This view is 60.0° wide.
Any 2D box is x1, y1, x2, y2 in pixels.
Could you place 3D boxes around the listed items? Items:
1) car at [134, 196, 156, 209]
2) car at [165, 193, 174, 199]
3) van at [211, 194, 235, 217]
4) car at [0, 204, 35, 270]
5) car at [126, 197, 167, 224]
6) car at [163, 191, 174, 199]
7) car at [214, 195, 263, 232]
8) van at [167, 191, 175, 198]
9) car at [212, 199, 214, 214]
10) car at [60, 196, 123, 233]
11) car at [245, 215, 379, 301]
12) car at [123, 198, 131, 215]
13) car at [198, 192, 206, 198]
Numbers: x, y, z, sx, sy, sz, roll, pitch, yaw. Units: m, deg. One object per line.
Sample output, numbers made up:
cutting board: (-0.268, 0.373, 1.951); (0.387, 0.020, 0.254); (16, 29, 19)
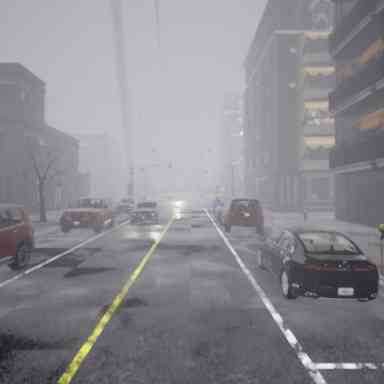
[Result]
car: (-5.680, 1.271, 40.464); (2.008, 1.369, 4.403); (1, 0, 0)
car: (-5.682, 0.961, 84.100); (1.887, 1.381, 4.507); (1, 0, 0)
van: (2.706, 1.136, 29.641); (1.690, 1.788, 3.998); (1, 0, 0)
car: (-5.672, 1.259, 8.020); (2.192, 1.841, 5.009); (1, 0, 0)
car: (-3.100, 1.342, 23.510); (1.837, 1.490, 4.892); (0, 0, 0)
car: (-5.757, 1.000, 78.419); (1.887, 1.381, 4.507); (1, 0, 0)
car: (2.707, 1.185, 18.827); (2.192, 1.841, 5.009); (1, 0, 0)
van: (-5.677, 0.717, 89.786); (1.690, 1.788, 3.998); (1, 0, 0)
car: (2.704, 1.273, 24.235); (1.967, 1.590, 4.097); (1, 0, 0)
car: (-5.673, 1.185, 18.834); (2.192, 1.841, 5.009); (1, 0, 0)
car: (2.703, 1.495, 8.015); (2.008, 1.369, 4.403); (1, 0, 0)
car: (-5.676, 1.235, 29.649); (1.967, 1.590, 4.097); (1, 0, 0)
car: (2.700, 0.816, 89.848); (1.967, 1.590, 4.097); (1, 0, 0)
